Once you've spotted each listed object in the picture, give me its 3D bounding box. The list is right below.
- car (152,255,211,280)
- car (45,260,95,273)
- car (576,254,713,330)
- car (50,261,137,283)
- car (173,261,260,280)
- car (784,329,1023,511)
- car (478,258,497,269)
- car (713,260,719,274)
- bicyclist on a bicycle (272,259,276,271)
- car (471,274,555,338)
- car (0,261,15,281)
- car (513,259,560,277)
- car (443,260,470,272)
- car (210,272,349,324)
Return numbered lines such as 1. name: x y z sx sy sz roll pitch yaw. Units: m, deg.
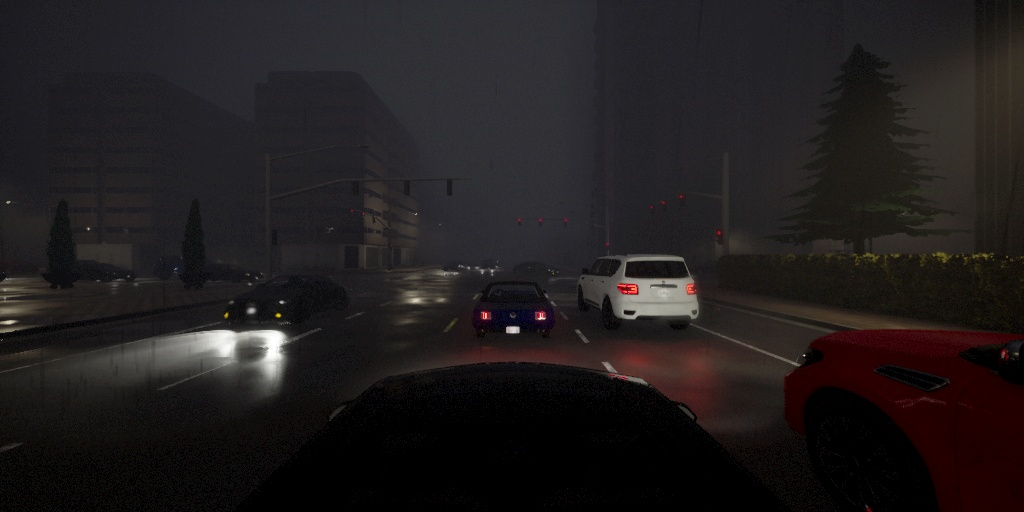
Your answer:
1. car: -27.502 0.972 30.842 5.566 2.045 2.150 0 0 0
2. car: -36.971 1.102 30.927 4.553 1.767 2.097 0 0 1
3. car: 3.575 0.971 11.300 2.150 2.045 5.566 0 0 -2
4. car: -31.590 1.276 27.379 4.674 1.442 1.812 0 0 1
5. car: -22.006 1.297 27.272 5.357 1.411 2.033 0 0 1
6. car: 3.601 0.971 0.938 2.150 2.045 5.566 0 0 0
7. car: -3.675 1.255 55.476 1.837 1.490 4.892 0 0 0
8. car: 20.822 1.228 37.631 5.008 1.535 1.882 0 0 1
9. bicyclist on a bicycle: -28.697 1.051 42.836 0.582 1.620 1.656 0 0 0
10. car: 0.044 1.351 10.171 1.895 1.301 4.718 0 0 0
11. car: -41.843 1.276 27.466 4.674 1.442 1.812 0 0 1
12. car: 2.303 1.255 34.473 4.892 1.490 1.837 0 2 39
13. car: -7.406 1.297 46.385 2.033 1.411 5.357 0 0 6
14. car: -7.115 1.314 11.794 1.994 1.385 4.181 0 0 0
